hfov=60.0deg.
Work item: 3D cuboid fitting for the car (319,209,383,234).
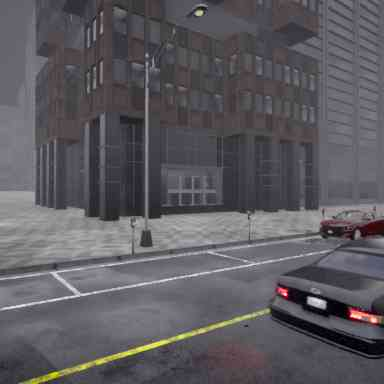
[{"bbox_3d":[8.040,1.546,16.247,4.507,1.381,1.887,0,0,-35],"label":"car"}]

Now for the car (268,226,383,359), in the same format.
[{"bbox_3d":[3.731,1.548,5.969,5.357,1.411,2.033,0,0,-35],"label":"car"}]
